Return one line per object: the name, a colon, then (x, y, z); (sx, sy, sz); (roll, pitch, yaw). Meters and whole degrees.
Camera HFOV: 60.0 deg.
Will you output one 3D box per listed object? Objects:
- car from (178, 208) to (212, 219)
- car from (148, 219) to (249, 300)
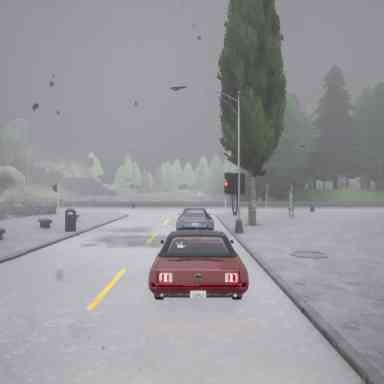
car: (0.162, 1.564, 18.390); (1.994, 1.385, 4.181); (0, 0, 0)
car: (0.127, 1.601, 8.351); (1.895, 1.301, 4.718); (0, 0, 0)
